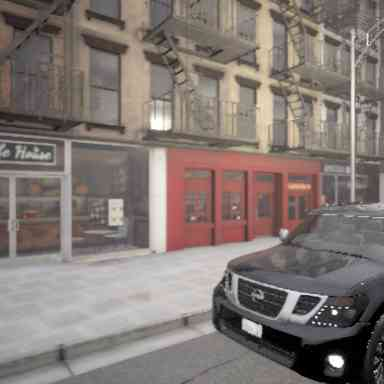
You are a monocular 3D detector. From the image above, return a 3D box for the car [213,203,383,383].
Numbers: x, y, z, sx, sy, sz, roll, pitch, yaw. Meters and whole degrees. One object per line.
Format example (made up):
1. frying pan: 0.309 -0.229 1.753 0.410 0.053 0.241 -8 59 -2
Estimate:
1. car: 2.942 1.228 5.471 5.566 2.045 2.150 0 0 -35
